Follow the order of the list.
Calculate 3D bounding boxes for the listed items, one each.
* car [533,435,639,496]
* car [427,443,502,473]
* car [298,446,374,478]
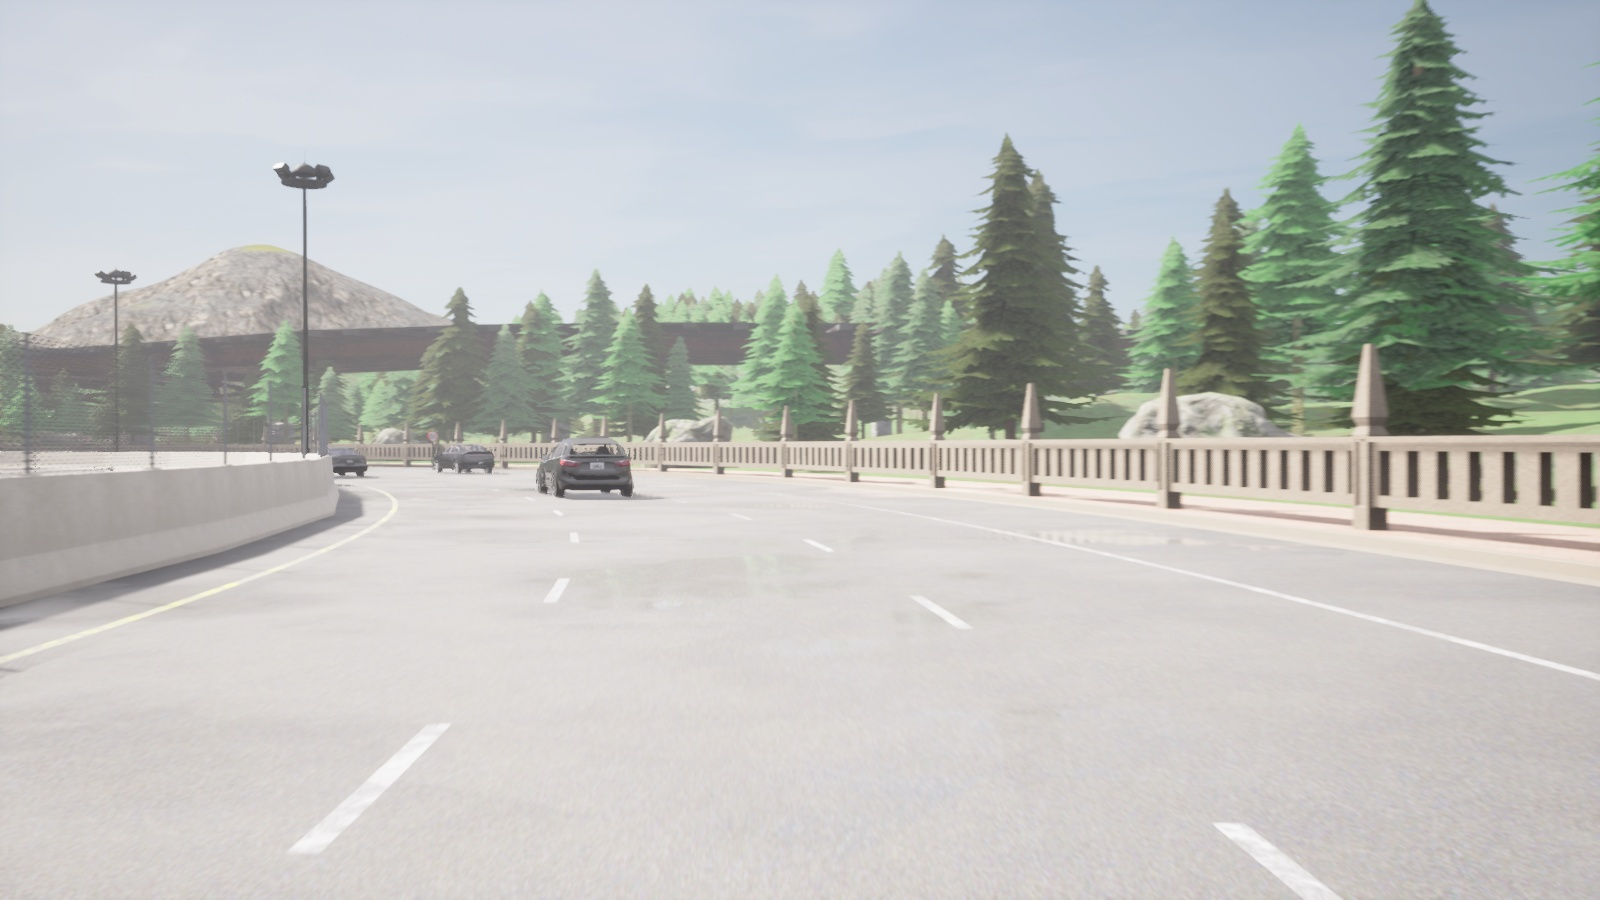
[{"bbox_3d":[-6.300,0.406,36.544,2.242,1.667,4.611,0,0,-20],"label":"car"},{"bbox_3d":[-17.325,0.394,64.735,2.128,1.511,4.902,0,0,-36],"label":"car"},{"bbox_3d":[-21.913,0.530,59.181,2.033,1.411,5.357,0,0,-35],"label":"car"}]
